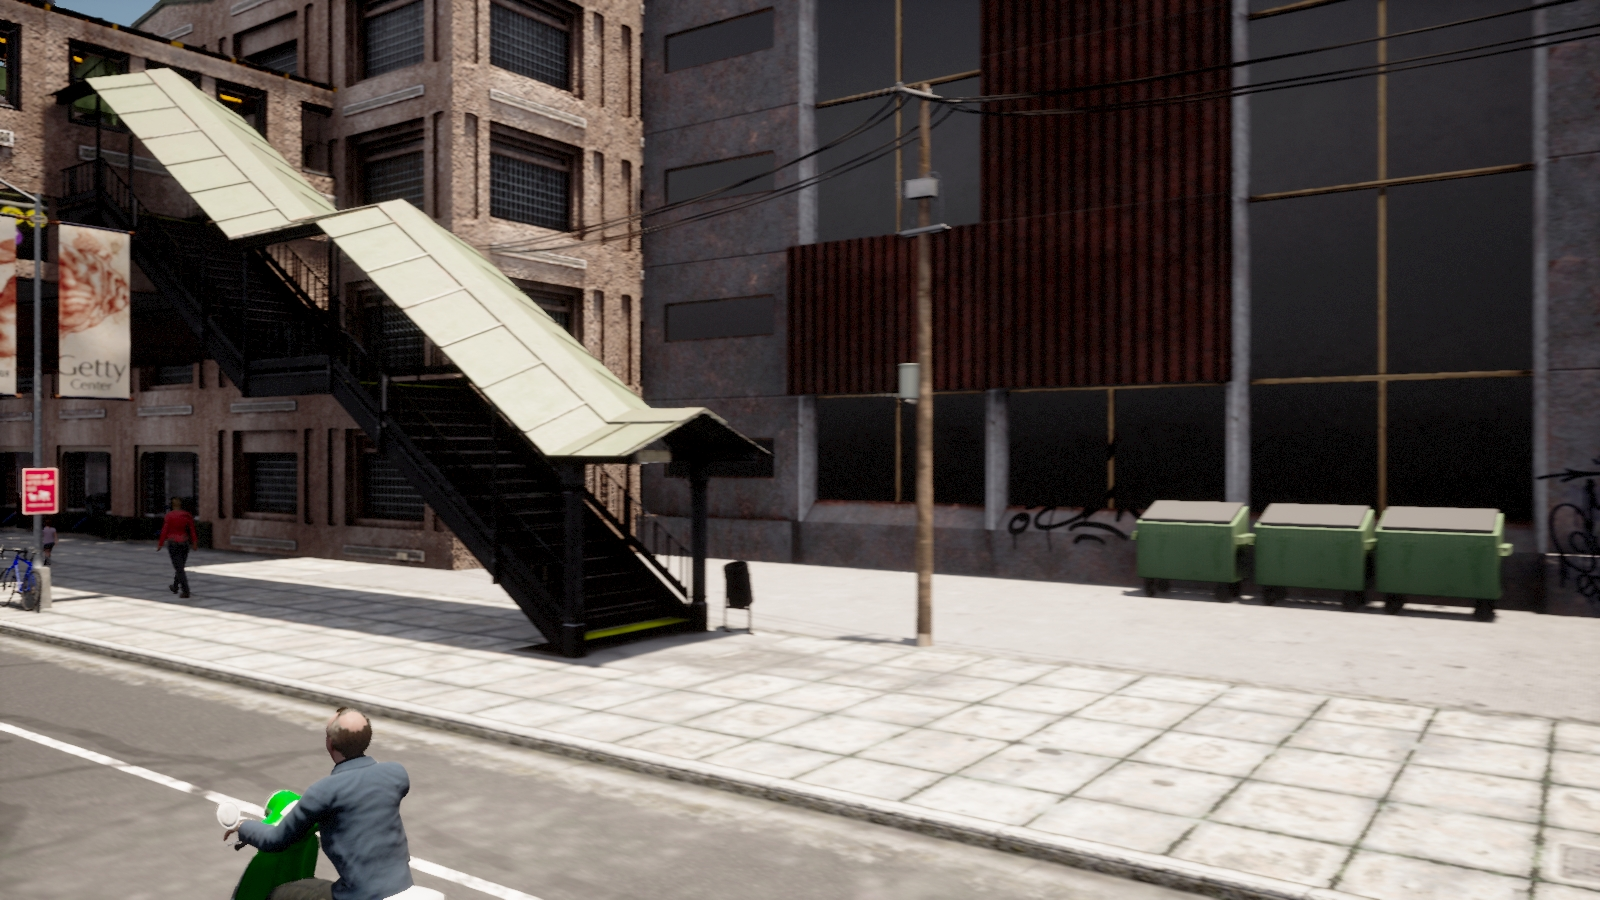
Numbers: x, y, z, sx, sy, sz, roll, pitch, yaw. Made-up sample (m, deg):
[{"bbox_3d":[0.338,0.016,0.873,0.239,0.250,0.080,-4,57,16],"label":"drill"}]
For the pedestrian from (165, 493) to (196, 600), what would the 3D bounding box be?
[{"bbox_3d":[-10.963,1.696,20.228,0.375,1.860,0.375,0,0,40],"label":"pedestrian"}]

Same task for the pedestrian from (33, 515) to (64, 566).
[{"bbox_3d":[-17.297,2.076,26.302,0.500,1.100,0.500,0,0,43],"label":"pedestrian"}]

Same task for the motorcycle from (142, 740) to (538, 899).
[{"bbox_3d":[-2.162,2.182,5.300,1.805,1.236,0.856,0,0,35],"label":"motorcycle"}]
